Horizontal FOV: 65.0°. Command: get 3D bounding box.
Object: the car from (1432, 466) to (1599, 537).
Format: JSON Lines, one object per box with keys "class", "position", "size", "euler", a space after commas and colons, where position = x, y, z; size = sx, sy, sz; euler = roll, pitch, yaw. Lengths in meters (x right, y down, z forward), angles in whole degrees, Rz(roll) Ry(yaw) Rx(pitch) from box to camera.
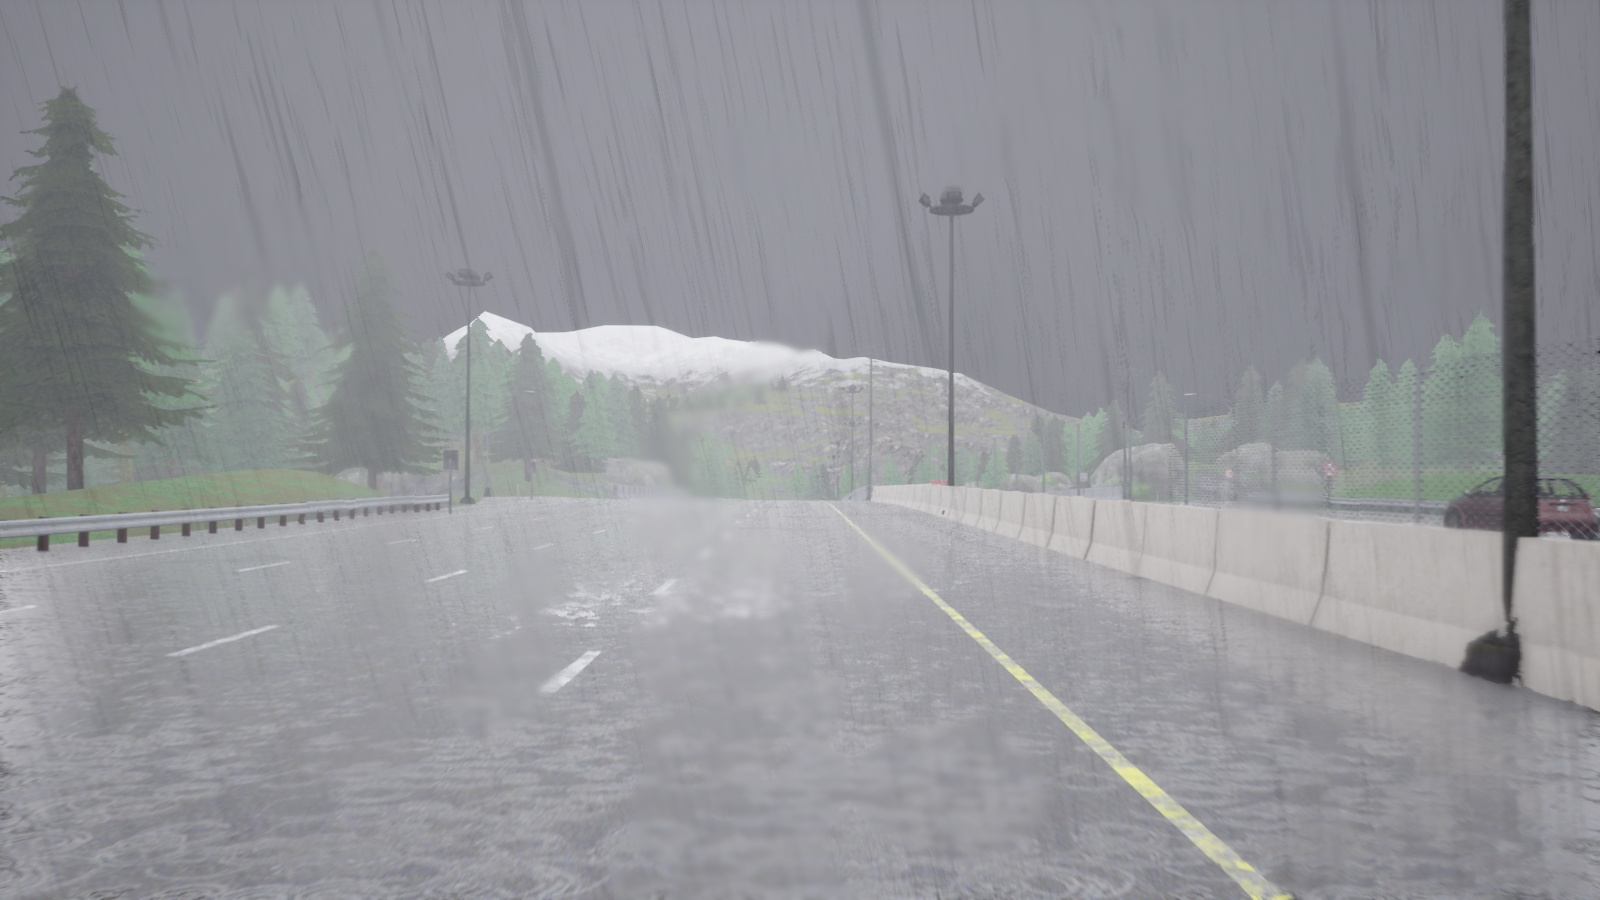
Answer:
{"class": "car", "position": [17.425, 1.224, 30.772], "size": [1.851, 1.617, 3.988], "euler": [0, -1, 0]}
